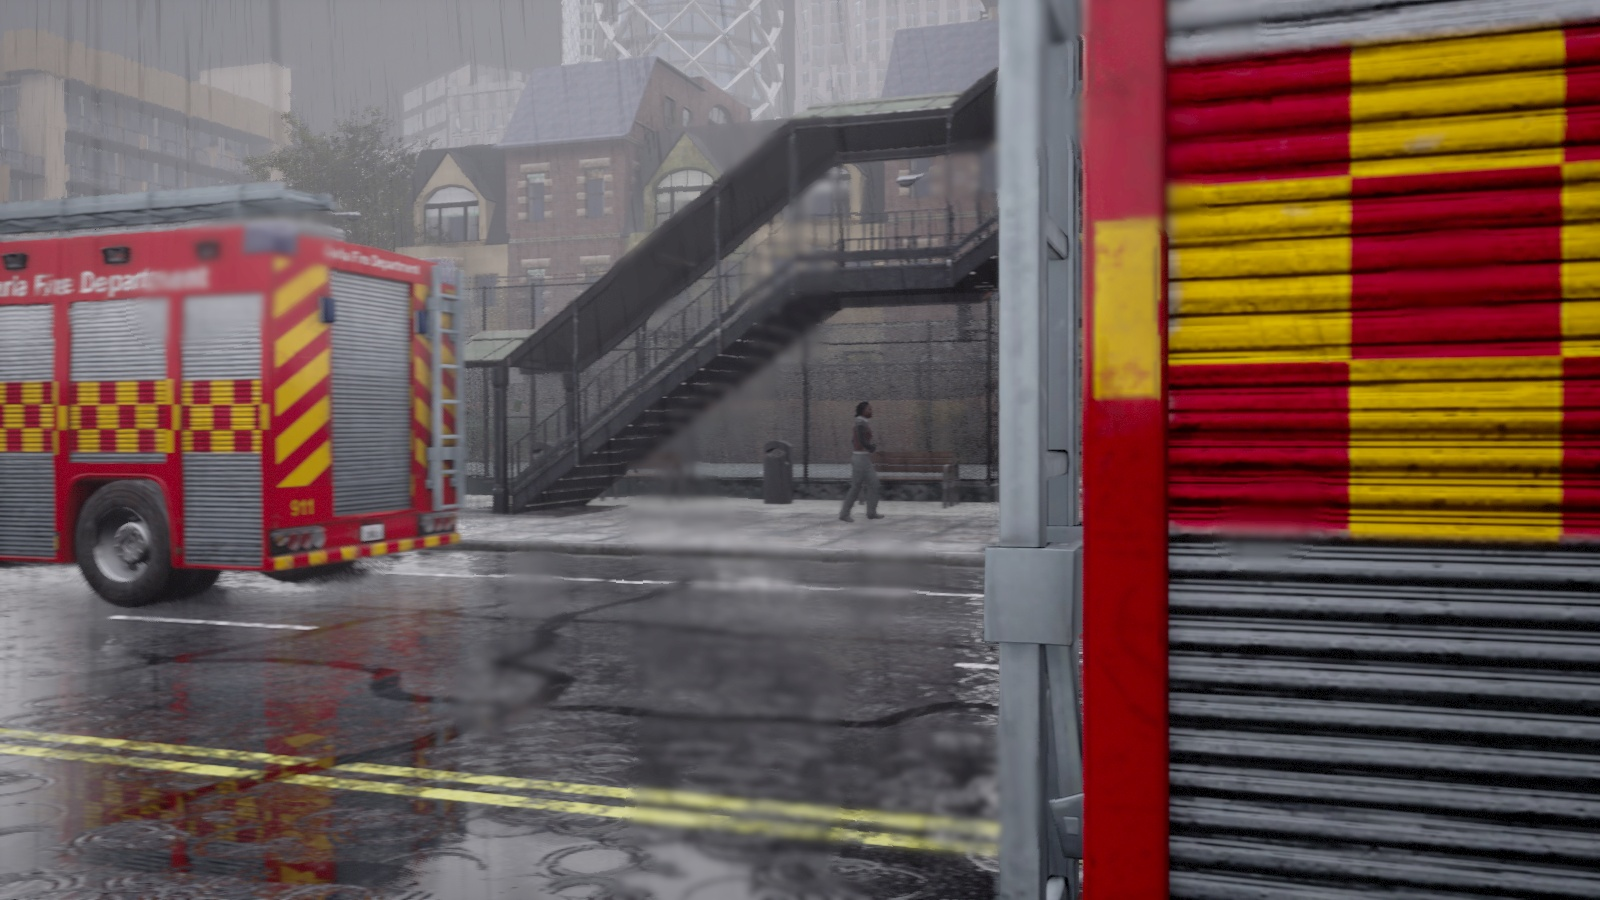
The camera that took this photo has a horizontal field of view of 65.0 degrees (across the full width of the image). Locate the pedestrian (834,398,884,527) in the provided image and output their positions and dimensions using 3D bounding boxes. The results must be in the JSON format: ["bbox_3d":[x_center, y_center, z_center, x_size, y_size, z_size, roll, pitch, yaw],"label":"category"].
[{"bbox_3d":[0.899,0.182,18.990,0.666,1.930,0.402,0,1,16],"label":"pedestrian"}]

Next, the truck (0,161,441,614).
[{"bbox_3d":[-8.296,-0.583,13.343,8.468,3.827,2.891,1,1,19],"label":"truck"}]

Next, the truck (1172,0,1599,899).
[{"bbox_3d":[4.926,-0.344,1.512,8.468,3.827,2.891,1,1,19],"label":"truck"}]
